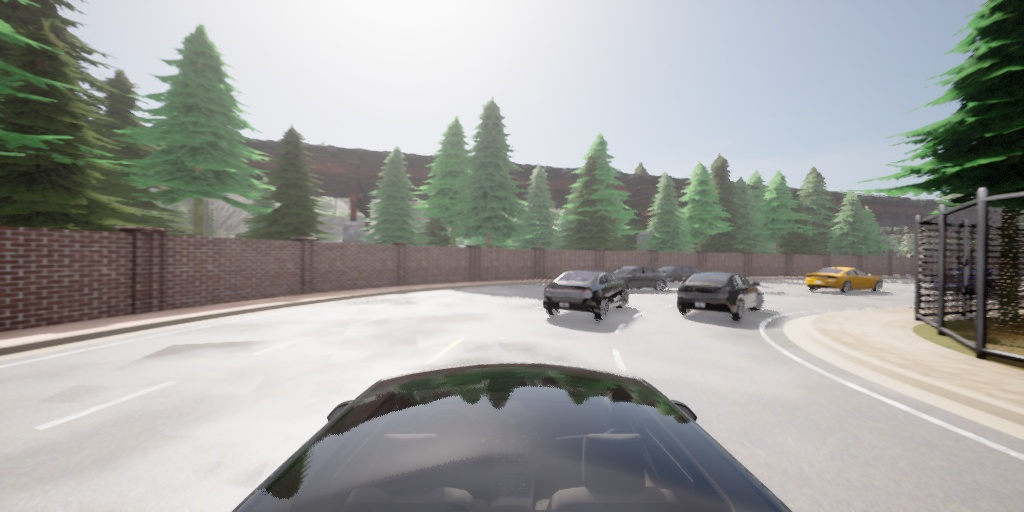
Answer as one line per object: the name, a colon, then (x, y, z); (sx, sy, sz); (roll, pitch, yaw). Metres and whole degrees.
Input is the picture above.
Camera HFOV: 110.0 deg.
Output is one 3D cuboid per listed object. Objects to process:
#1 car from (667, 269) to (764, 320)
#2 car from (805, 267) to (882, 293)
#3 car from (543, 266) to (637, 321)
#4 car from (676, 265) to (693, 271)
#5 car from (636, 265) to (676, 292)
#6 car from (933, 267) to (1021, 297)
car: (7.680, 1.335, 13.162); (1.837, 1.490, 4.892); (-2, -2, 44)
car: (20.834, 1.464, 22.499); (5.008, 1.535, 1.882); (1, 0, -19)
car: (2.752, 1.256, 12.727); (2.128, 1.511, 4.902); (0, 0, 30)
car: (12.220, 1.409, 27.114); (5.357, 1.411, 2.033); (1, 0, -19)
car: (6.985, 1.309, 21.073); (4.892, 1.490, 1.837); (1, 0, -26)
car: (27.114, 1.550, 20.966); (5.008, 1.535, 1.882); (1, 0, -19)
